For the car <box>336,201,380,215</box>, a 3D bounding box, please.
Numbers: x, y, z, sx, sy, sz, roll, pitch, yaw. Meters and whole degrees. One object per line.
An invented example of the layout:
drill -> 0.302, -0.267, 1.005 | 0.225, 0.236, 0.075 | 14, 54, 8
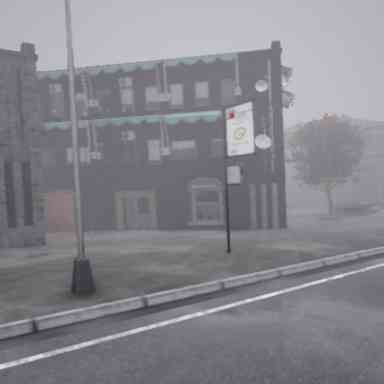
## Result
car -> 18.591, 1.734, 37.479 | 2.128, 1.511, 4.902 | -3, -1, -22
